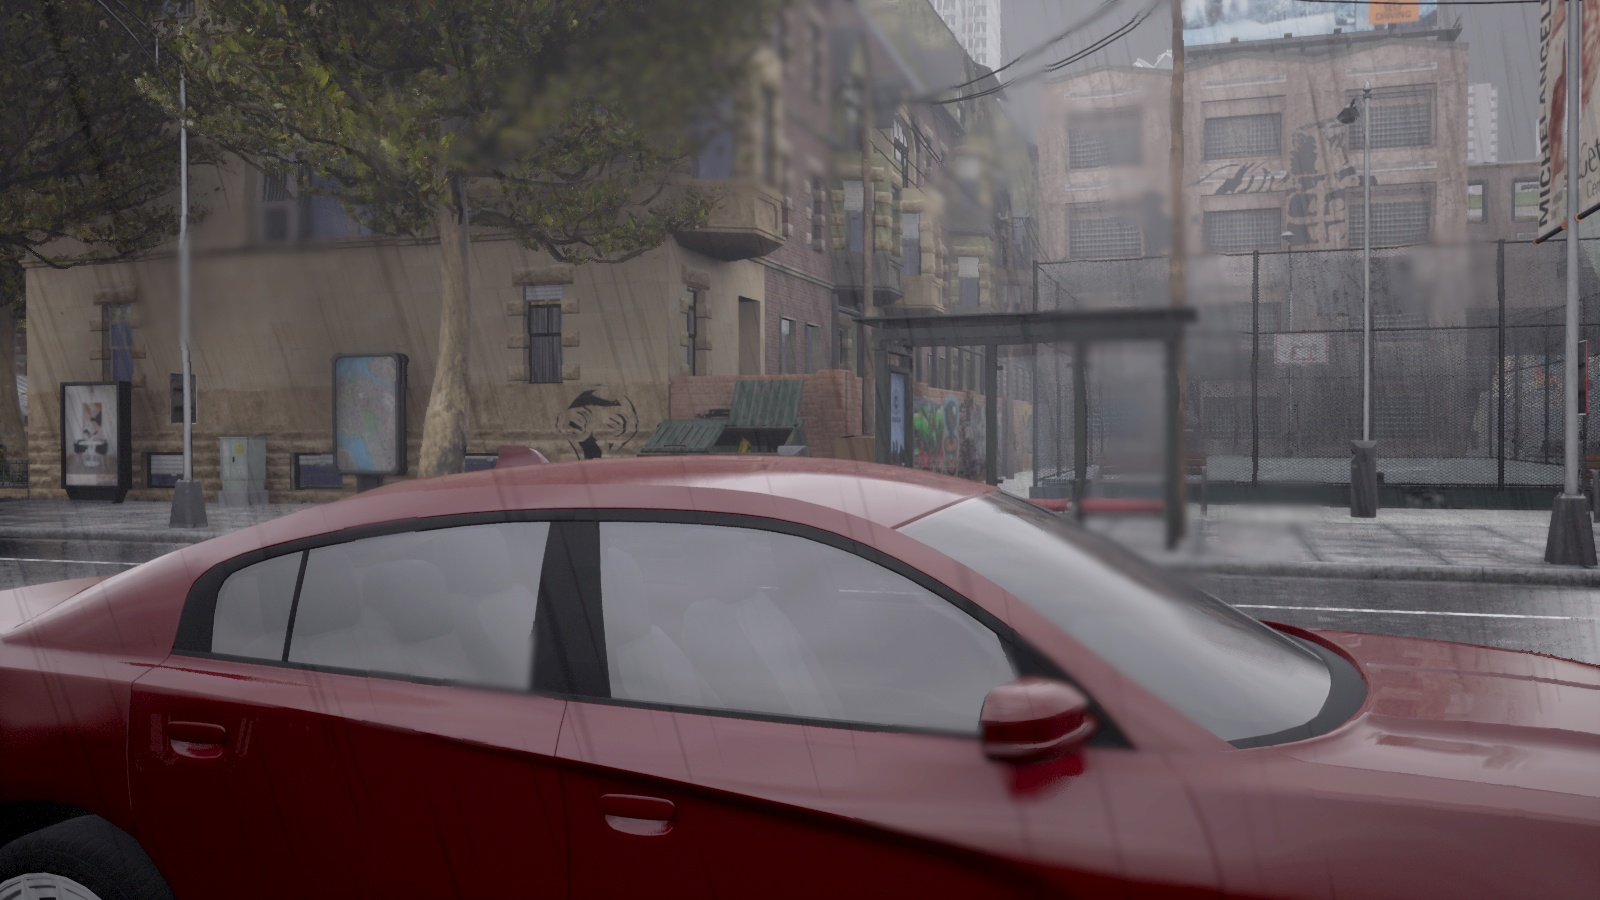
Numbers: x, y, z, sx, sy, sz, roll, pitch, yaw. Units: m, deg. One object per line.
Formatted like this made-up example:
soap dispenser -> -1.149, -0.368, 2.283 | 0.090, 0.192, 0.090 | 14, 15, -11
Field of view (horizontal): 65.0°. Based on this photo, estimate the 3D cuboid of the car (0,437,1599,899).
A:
car -> 0.026, 0.754, 3.152 | 5.008, 1.535, 1.882 | 1, 1, 18
